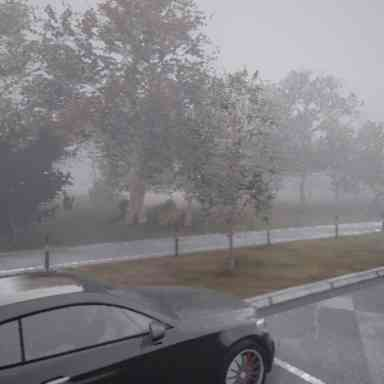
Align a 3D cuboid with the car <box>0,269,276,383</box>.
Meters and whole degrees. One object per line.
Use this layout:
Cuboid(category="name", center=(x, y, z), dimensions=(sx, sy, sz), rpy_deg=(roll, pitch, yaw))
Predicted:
Cuboid(category="car", center=(-1.248, 1.515, 3.198), dimensions=(4.674, 1.452, 2.002), rpy_deg=(-1, 0, -35))
